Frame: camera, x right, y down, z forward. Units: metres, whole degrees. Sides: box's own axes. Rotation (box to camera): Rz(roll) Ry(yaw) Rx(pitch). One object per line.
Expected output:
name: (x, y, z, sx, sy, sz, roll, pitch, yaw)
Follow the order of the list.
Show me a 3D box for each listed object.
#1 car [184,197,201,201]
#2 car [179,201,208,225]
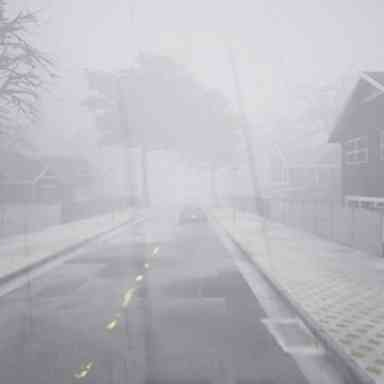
car: (0.102, 1.362, 42.119, 2.097, 1.767, 4.553, 0, 0, 0)
car: (0.097, 1.569, 23.907, 1.994, 1.385, 4.181, 0, 0, 0)
